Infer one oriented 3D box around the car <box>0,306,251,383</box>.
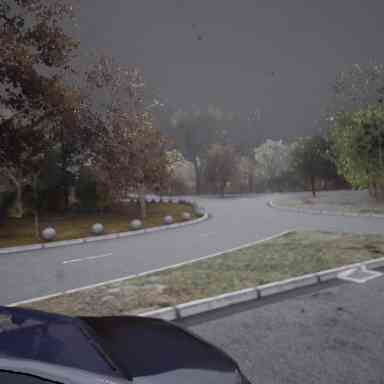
[{"bbox_3d":[-1.493,1.564,2.244,4.181,1.385,1.994,0,0,-35],"label":"car"}]
